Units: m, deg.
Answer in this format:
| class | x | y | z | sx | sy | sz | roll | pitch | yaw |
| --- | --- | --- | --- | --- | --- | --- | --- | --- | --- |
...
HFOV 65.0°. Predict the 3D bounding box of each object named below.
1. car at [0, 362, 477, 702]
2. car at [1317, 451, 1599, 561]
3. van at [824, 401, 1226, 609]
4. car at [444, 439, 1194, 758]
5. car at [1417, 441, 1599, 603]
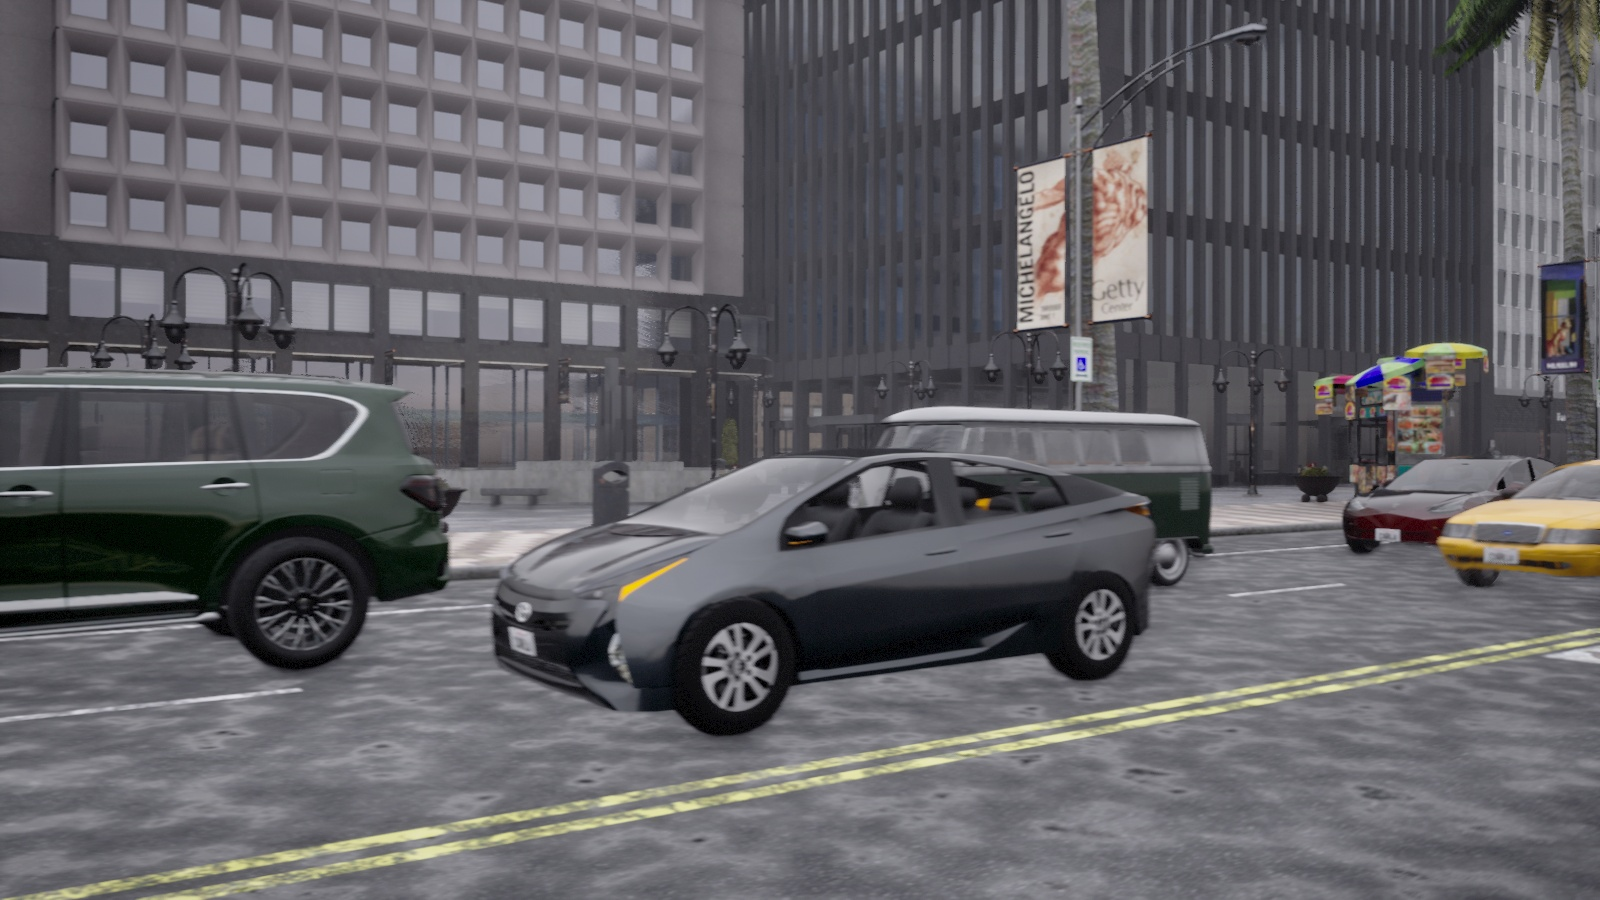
| class | x | y | z | sx | sy | sz | roll | pitch | yaw |
| --- | --- | --- | --- | --- | --- | --- | --- | --- | --- |
| car | -5.275 | 0.496 | 8.523 | 5.566 | 2.045 | 2.150 | 0 | 0 | -35 |
| car | 10.353 | 0.770 | 19.378 | 4.792 | 1.488 | 2.163 | 0 | 0 | -35 |
| van | 2.589 | 0.527 | 13.985 | 4.442 | 1.987 | 1.775 | 0 | 0 | -35 |
| car | 0.263 | 0.711 | 8.106 | 4.514 | 1.525 | 2.007 | 0 | 0 | -35 |
| car | 9.432 | 0.700 | 14.461 | 5.366 | 1.575 | 1.801 | 0 | 0 | -35 |
